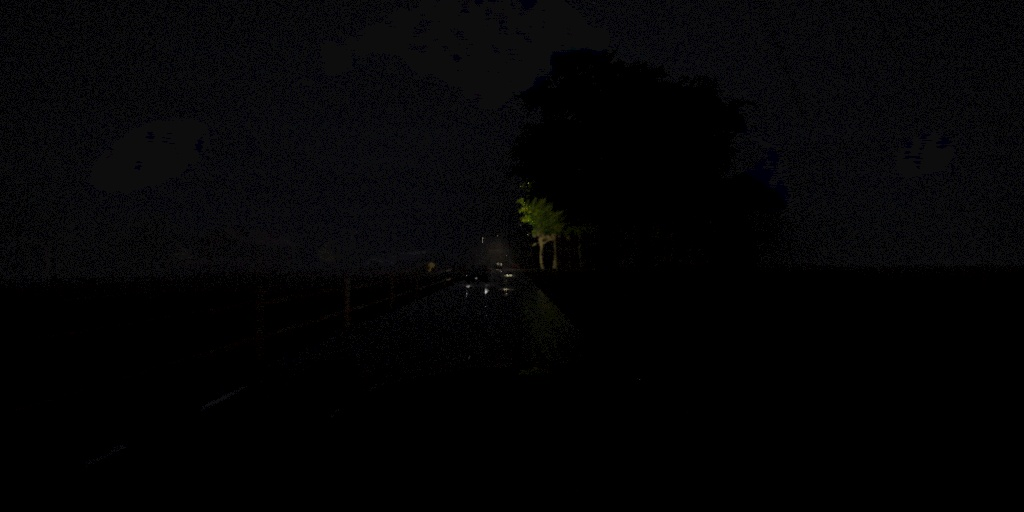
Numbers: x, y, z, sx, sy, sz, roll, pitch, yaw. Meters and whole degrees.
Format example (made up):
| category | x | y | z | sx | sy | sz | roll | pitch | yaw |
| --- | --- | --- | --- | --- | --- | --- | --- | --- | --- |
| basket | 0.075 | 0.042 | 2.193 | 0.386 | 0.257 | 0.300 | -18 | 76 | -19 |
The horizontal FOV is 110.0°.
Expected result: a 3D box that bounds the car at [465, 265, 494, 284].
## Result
| category | x | y | z | sx | sy | sz | roll | pitch | yaw |
| --- | --- | --- | --- | --- | --- | --- | --- | --- | --- |
| car | -2.836 | 1.532 | 30.718 | 1.837 | 1.490 | 4.892 | 0 | -1 | 0 |
